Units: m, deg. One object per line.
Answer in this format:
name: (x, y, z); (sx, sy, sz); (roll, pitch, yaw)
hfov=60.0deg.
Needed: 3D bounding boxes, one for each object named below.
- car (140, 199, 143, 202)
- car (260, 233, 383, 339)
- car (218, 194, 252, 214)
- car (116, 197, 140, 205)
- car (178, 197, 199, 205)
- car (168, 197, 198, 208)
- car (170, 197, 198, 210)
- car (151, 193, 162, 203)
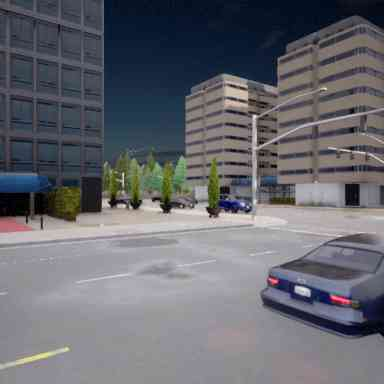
car: (-11.174, 1.601, 64.319); (1.895, 1.301, 4.718); (0, 0, -35)
car: (3.729, 1.548, 6.487); (5.357, 1.411, 2.033); (0, 0, -35)
car: (4.127, 1.221, 36.292); (2.150, 2.045, 5.566); (0, 0, -35)
car: (-11.833, 1.547, 59.102); (2.033, 1.411, 5.357); (0, 0, -35)
car: (-0.732, 1.564, 61.828); (1.994, 1.385, 4.181); (0, 0, -34)
car: (-1.444, 1.491, 50.324); (2.128, 1.511, 4.902); (0, 0, -35)
car: (-1.489, 1.505, 44.293); (1.837, 1.490, 4.892); (0, 0, -35)
car: (-6.459, 1.223, 69.951); (2.150, 2.045, 5.566); (0, 0, -35)
